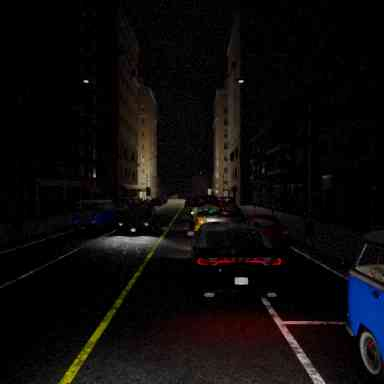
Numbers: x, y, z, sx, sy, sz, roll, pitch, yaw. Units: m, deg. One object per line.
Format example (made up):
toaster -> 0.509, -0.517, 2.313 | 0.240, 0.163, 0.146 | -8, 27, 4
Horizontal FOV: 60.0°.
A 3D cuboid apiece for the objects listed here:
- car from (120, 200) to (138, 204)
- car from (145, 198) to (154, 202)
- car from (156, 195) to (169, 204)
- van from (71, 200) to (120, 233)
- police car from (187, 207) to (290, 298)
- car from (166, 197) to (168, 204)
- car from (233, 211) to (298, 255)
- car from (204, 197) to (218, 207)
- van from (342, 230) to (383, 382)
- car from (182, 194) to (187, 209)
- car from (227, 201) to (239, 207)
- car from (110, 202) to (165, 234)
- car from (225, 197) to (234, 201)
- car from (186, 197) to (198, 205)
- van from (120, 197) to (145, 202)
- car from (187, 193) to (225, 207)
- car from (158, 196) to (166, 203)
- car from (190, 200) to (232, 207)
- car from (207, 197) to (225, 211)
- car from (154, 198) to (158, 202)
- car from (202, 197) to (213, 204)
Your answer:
car -> -5.645, 1.551, 24.897 | 2.008, 1.369, 4.403 | 0, 0, 0
car -> -5.634, 1.568, 35.900 | 1.947, 1.339, 4.313 | 0, 0, 0
car -> -5.606, 1.453, 63.407 | 1.967, 1.590, 4.097 | 0, 0, 0
van -> -5.651, 1.341, 19.397 | 1.690, 1.788, 3.998 | 0, 0, 0
police car -> 0.908, 1.425, 8.673 | 1.930, 1.638, 5.238 | 0, 0, 0
car -> -5.612, 1.592, 57.905 | 1.802, 1.307, 4.206 | 0, 0, 0
car -> 2.869, 1.581, 13.886 | 1.802, 1.307, 4.206 | 0, 0, 0
car -> 2.908, 1.558, 52.395 | 2.008, 1.369, 4.403 | 0, 0, 0
van -> 2.857, 1.341, 2.883 | 1.690, 1.788, 3.998 | 0, 0, 0
car -> 0.062, 1.357, 45.504 | 2.097, 1.767, 4.553 | 0, 0, 0
car -> 2.881, 1.582, 24.888 | 1.802, 1.307, 4.206 | 0, 0, 0
car -> -2.981, 1.547, 19.508 | 2.033, 1.411, 5.357 | 0, 0, 0
car -> 2.885, 1.316, 30.389 | 2.192, 1.841, 5.009 | 0, 0, 0
car -> 0.059, 1.574, 58.905 | 1.994, 1.385, 4.181 | 0, 0, 0
van -> -5.640, 1.342, 30.398 | 1.690, 1.788, 3.998 | 0, 0, 0
car -> 0.924, 1.225, 24.594 | 2.150, 2.045, 5.566 | 0, 0, 0
car -> -5.617, 1.573, 52.404 | 1.947, 1.339, 4.313 | 0, 0, 0
car -> 0.918, 1.455, 18.753 | 1.801, 1.575, 5.366 | 0, 0, 0
car -> 2.897, 1.443, 41.392 | 1.967, 1.590, 4.097 | 0, 0, 0
car -> -5.628, 1.585, 41.401 | 1.802, 1.307, 4.206 | 0, 0, 0
car -> 2.919, 1.578, 63.398 | 1.947, 1.339, 4.313 | 0, 0, 0
